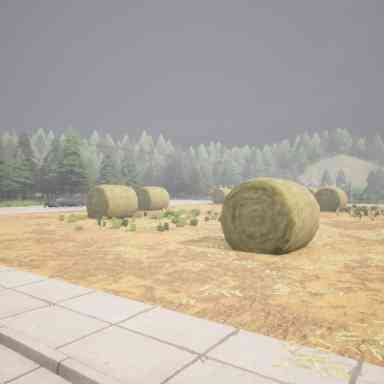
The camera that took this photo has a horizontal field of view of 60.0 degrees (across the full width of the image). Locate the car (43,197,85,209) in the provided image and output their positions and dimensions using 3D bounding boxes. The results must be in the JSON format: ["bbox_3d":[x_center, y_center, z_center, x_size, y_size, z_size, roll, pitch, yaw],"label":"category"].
[{"bbox_3d":[-17.199,1.441,45.049,2.033,1.411,5.357,0,0,37],"label":"car"}]
